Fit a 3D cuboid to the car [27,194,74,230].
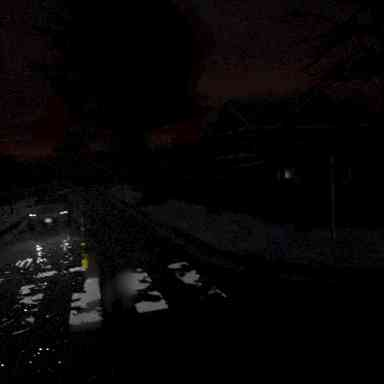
[{"bbox_3d":[-7.082,0.887,16.852,2.128,1.511,4.902,-5,4,-18],"label":"car"}]
